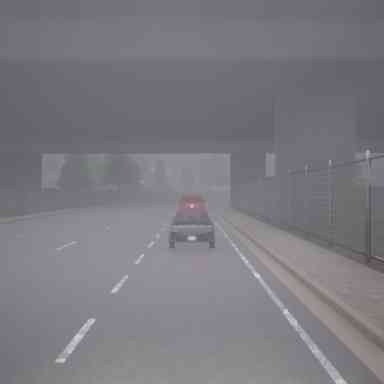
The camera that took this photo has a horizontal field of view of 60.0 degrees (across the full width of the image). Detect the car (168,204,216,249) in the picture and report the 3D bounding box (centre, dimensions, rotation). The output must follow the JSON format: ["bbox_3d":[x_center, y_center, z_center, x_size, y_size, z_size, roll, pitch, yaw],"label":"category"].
[{"bbox_3d":[0.000,1.492,14.617,2.128,1.511,4.902,0,0,0],"label":"car"}]

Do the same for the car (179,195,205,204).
[{"bbox_3d":[0.000,1.255,29.647,2.150,2.045,5.566,0,0,0],"label":"car"}]
